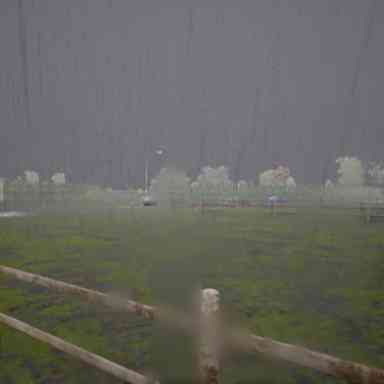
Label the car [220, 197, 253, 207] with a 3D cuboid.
[{"bbox_3d":[6.505,1.513,50.618,4.718,1.301,1.895,0,1,-38],"label":"car"}]

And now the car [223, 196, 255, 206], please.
[{"bbox_3d":[7.802,1.489,55.229,5.357,1.411,2.033,0,1,-37],"label":"car"}]

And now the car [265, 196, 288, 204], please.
[{"bbox_3d":[14.385,1.467,56.690,4.674,1.442,1.812,0,1,-36],"label":"car"}]

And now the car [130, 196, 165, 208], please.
[{"bbox_3d":[-5.891,1.336,44.086,4.902,1.511,2.128,0,1,-41],"label":"car"}]
